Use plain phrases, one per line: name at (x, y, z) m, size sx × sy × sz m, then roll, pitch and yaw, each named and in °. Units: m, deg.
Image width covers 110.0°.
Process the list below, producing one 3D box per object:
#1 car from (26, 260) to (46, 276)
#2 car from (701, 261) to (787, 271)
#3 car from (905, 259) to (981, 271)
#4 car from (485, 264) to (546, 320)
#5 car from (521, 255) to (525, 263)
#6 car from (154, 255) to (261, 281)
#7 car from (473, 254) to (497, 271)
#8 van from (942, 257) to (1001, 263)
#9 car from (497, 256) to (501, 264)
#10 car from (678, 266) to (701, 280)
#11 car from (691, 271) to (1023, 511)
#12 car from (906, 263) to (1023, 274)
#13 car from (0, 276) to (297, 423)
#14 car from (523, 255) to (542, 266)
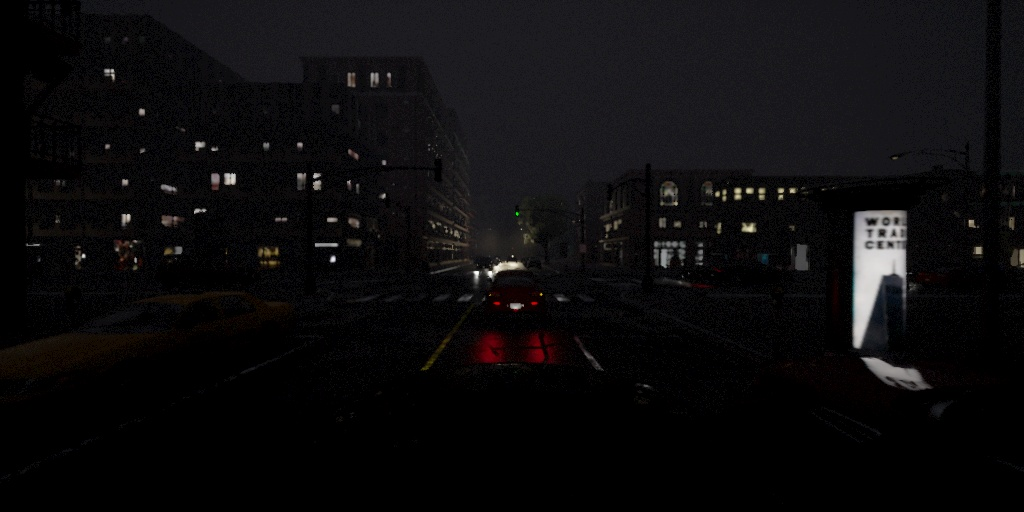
car at (-39.992, 0.958, 28.642) m, size 4.207 × 1.307 × 1.802 m, roll 0°, pitch 0°, yaw 0°
car at (15.481, 1.097, 23.288) m, size 5.008 × 1.535 × 1.882 m, roll 0°, pitch 0°, yaw 0°
car at (30.902, 1.163, 26.540) m, size 4.892 × 1.490 × 1.837 m, roll 0°, pitch 1°, yaw 0°
car at (0.099, 1.176, 12.075) m, size 1.812 × 1.442 × 4.674 m, roll 0°, pitch 1°, yaw 0°
car at (2.695, 0.767, 49.836) m, size 1.967 × 1.591 × 4.097 m, roll 0°, pitch 0°, yaw 0°
car at (-17.275, 0.834, 20.422) m, size 5.009 × 1.841 × 2.192 m, roll 0°, pitch 0°, yaw 0°
car at (-3.086, 0.898, 41.461) m, size 1.837 × 1.490 × 4.892 m, roll 0°, pitch 1°, yaw 0°
van at (37.139, 1.004, 29.186) m, size 3.998 × 1.789 × 1.690 m, roll 0°, pitch 0°, yaw 0°
car at (-3.066, 0.817, 54.369) m, size 1.812 × 1.442 × 4.674 m, roll 0°, pitch 0°, yaw 0°
car at (15.234, 1.135, 26.436) m, size 5.357 × 1.411 × 2.033 m, roll 0°, pitch 1°, yaw -1°
car at (2.691, 1.075, 0.651) m, size 2.192 × 1.841 × 5.009 m, roll 0°, pitch 0°, yaw 0°
car at (26.149, 1.238, 20.676) m, size 4.507 × 1.381 × 1.888 m, roll 0°, pitch 0°, yaw 0°
car at (-5.691, 1.232, 6.022) m, size 1.751 × 1.417 × 4.829 m, roll 0°, pitch 0°, yaw 0°
car at (2.694, 0.923, 44.139) m, size 2.007 × 1.370 × 4.403 m, roll 0°, pitch 0°, yaw 0°
